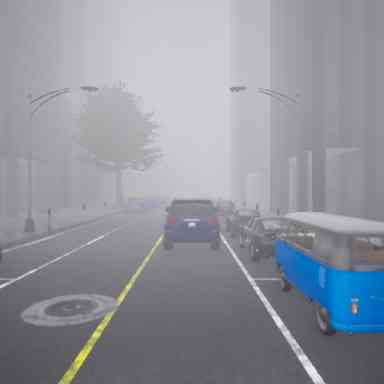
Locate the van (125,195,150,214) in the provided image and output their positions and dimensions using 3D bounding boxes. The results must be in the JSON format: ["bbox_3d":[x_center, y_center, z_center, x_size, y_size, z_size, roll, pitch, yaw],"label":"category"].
[{"bbox_3d":[-5.761,1.347,34.505,1.690,1.788,3.998,0,0,0],"label":"van"}]

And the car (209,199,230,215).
[{"bbox_3d":[2.764,1.532,34.681,1.752,1.417,4.829,0,0,0],"label":"car"}]

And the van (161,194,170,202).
[{"bbox_3d":[-5.761,1.374,73.834,1.690,1.788,3.998,0,0,0],"label":"van"}]

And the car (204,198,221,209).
[{"bbox_3d":[2.763,1.578,45.749,1.947,1.339,4.313,0,0,0],"label":"car"}]

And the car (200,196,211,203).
[{"bbox_3d":[2.763,1.594,68.224,1.947,1.339,4.313,0,0,0],"label":"car"}]

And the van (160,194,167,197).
[{"bbox_3d":[-5.761,1.360,56.978,1.690,1.788,3.998,0,0,0],"label":"van"}]

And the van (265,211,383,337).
[{"bbox_3d":[2.764,1.339,6.417,1.690,1.788,3.998,0,0,0],"label":"van"}]

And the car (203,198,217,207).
[{"bbox_3d":[2.763,1.582,51.367,1.947,1.339,4.313,0,0,0],"label":"car"}]

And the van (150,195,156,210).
[{"bbox_3d":[-5.761,1.350,40.123,1.690,1.788,3.998,0,0,0],"label":"van"}]

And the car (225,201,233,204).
[{"bbox_3d":[2.764,1.444,28.892,1.967,1.590,4.097,0,0,0],"label":"car"}]

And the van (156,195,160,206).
[{"bbox_3d":[-5.761,1.353,45.742,1.690,1.788,3.998,0,0,0],"label":"van"}]

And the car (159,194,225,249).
[{"bbox_3d":[0.000,1.259,14.680,2.150,2.045,5.566,0,0,0],"label":"car"}]

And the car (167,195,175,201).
[{"bbox_3d":[-5.762,1.576,90.518,1.752,1.417,4.829,0,0,0],"label":"car"}]

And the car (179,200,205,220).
[{"bbox_3d":[0.000,1.500,29.650,2.128,1.511,4.902,0,0,0],"label":"car"}]

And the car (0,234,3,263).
[{"bbox_3d":[-5.761,1.313,6.413,2.192,1.841,5.009,0,0,0],"label":"car"}]

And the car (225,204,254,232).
[{"bbox_3d":[2.764,1.551,17.655,2.008,1.369,4.403,0,0,0],"label":"car"}]

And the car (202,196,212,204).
[{"bbox_3d":[2.763,1.549,62.775,1.752,1.417,4.829,0,0,0],"label":"car"}]

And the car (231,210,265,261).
[{"bbox_3d":[2.764,1.550,12.036,2.008,1.369,4.403,0,0,0],"label":"car"}]
